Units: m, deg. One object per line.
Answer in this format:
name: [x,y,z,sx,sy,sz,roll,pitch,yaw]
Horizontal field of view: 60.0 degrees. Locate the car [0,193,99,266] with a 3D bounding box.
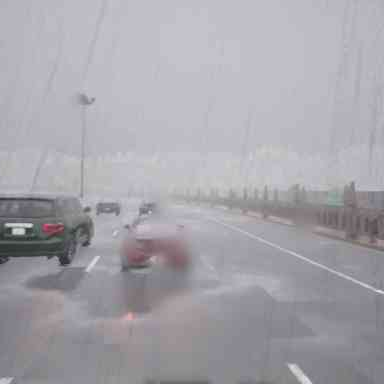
car: [-4.769,1.078,11.127,2.150,2.045,5.566,1,0,-8]

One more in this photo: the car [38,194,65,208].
car: [-16.408,0.999,39.093,2.128,1.511,4.902,1,0,-13]

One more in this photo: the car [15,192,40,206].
car: [-20.874,0.872,42.390,1.882,1.535,5.008,1,0,-16]

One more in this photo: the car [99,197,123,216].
car: [-7.257,1.224,29.523,1.882,1.535,5.008,1,0,-8]

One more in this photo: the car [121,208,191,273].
car: [-1.136,1.469,10.317,1.812,1.442,4.674,1,0,-8]

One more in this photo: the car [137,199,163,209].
car: [-3.606,1.339,28.682,1.837,1.490,4.892,1,0,-8]
